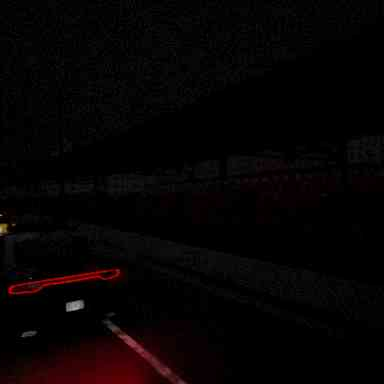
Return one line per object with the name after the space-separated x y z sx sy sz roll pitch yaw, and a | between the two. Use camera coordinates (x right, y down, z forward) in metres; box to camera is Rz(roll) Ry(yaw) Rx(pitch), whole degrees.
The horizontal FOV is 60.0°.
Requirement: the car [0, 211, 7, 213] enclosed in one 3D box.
-9.052 1.493 15.040 1.801 1.575 5.366 -1 0 -36 | car

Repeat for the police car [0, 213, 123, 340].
-3.176 1.425 6.845 1.930 1.638 5.238 -1 0 -36 | police car
